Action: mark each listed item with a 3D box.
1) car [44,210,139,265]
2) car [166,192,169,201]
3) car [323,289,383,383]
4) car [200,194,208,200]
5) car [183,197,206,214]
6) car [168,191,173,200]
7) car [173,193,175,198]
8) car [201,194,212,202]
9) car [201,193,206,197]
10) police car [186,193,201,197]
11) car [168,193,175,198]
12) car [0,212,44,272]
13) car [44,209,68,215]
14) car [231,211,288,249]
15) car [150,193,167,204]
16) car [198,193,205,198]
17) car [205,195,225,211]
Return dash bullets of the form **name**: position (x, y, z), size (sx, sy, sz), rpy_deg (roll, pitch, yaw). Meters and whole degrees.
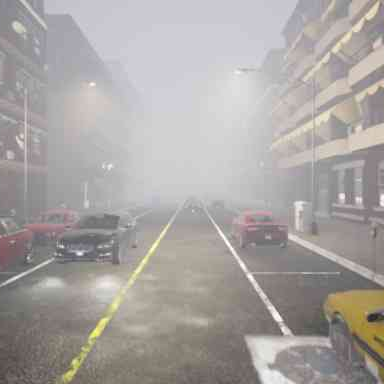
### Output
- **car**: position (-3.023, 1.434, 11.455), size (1.837, 1.490, 4.892), rpy_deg (0, 0, 1)
- **car**: position (-5.668, 1.174, 59.077), size (2.008, 1.369, 4.403), rpy_deg (0, 0, 0)
- **car**: position (2.692, 1.506, 2.878), size (1.752, 1.417, 4.829), rpy_deg (0, 0, 0)
- **car**: position (2.719, 1.096, 75.978), size (1.802, 1.307, 4.206), rpy_deg (0, 0, 0)
- **car**: position (0.095, 1.397, 32.088), size (1.895, 1.301, 4.718), rpy_deg (0, 0, 0)
- **car**: position (-5.663, 1.095, 70.349), size (1.887, 1.381, 4.507), rpy_deg (0, 0, 0)
- **car**: position (-5.658, 0.793, 81.620), size (2.192, 1.841, 5.009), rpy_deg (0, 0, 0)
- **car**: position (2.715, 1.153, 64.706), size (1.947, 1.339, 4.313), rpy_deg (0, 0, 0)
- **car**: position (2.714, 1.148, 59.239), size (1.752, 1.417, 4.829), rpy_deg (0, 0, 0)
- **police car**: position (0.026, 1.167, 52.979), size (2.038, 1.542, 4.974), rpy_deg (0, 0, 0)
- **car**: position (-5.655, 0.932, 92.723), size (1.752, 1.417, 4.829), rpy_deg (0, 0, 0)
- **car**: position (-5.686, 1.387, 8.350), size (1.967, 1.590, 4.097), rpy_deg (0, 0, 0)
- **car**: position (-5.684, 1.456, 13.988), size (1.887, 1.381, 4.507), rpy_deg (0, 0, 0)
- **car**: position (2.696, 1.456, 13.981), size (1.887, 1.381, 4.507), rpy_deg (0, 0, 0)
- **car**: position (-5.669, 1.211, 53.440), size (2.008, 1.369, 4.403), rpy_deg (0, 0, 0)
- **car**: position (2.726, 0.987, 92.887), size (1.802, 1.307, 4.206), rpy_deg (0, 0, 0)
- **car**: position (2.705, 1.319, 36.525), size (2.008, 1.369, 4.403), rpy_deg (0, 0, 0)
